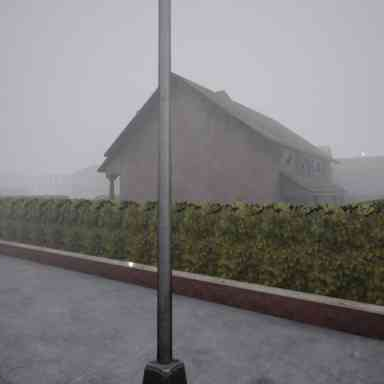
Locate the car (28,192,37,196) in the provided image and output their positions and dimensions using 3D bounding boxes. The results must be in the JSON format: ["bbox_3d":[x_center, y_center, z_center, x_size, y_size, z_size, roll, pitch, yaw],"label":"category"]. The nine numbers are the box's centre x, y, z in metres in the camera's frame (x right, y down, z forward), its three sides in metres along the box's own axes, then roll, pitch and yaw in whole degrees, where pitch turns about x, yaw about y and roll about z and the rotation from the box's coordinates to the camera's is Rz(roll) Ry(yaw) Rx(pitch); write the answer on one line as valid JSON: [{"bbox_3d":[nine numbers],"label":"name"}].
[{"bbox_3d":[-33.519,0.972,70.191,3.866,1.878,1.905,0,0,36],"label":"car"}]
